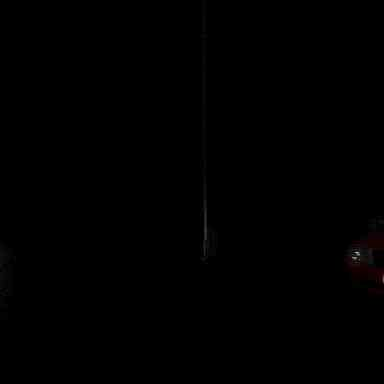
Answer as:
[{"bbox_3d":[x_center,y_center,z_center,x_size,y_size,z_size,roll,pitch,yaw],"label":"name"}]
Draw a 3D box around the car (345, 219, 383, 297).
[{"bbox_3d":[5.786,1.222,7.497,5.566,2.045,2.150,0,0,-35],"label":"car"}]
